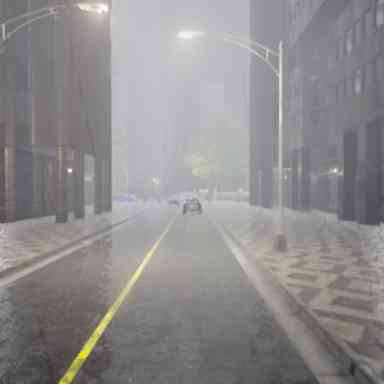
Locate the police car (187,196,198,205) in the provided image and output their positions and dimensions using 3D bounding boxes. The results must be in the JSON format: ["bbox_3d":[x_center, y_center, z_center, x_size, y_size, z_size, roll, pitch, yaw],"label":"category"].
[{"bbox_3d":[0.012,1.578,64.539,2.038,1.542,4.974,0,0,0],"label":"police car"}]

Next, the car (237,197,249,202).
[{"bbox_3d":[12.091,1.671,74.155,4.313,1.339,1.947,0,1,0],"label":"car"}]

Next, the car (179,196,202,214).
[{"bbox_3d":[0.054,1.424,35.118,2.033,1.649,4.856,0,0,1],"label":"car"}]

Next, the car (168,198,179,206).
[{"bbox_3d":[-2.990,1.603,55.038,1.895,1.301,4.718,0,0,0],"label":"car"}]

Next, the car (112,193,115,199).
[{"bbox_3d":[-19.971,1.236,82.842,5.009,1.841,2.192,0,1,0],"label":"car"}]

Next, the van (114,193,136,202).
[{"bbox_3d":[-14.566,1.395,74.290,3.998,1.788,1.690,0,1,0],"label":"van"}]
